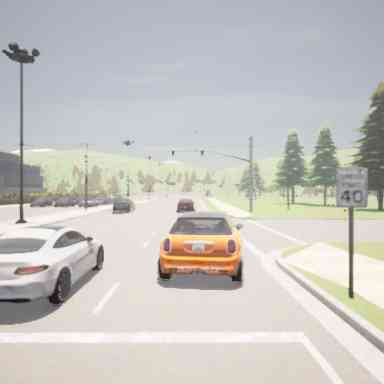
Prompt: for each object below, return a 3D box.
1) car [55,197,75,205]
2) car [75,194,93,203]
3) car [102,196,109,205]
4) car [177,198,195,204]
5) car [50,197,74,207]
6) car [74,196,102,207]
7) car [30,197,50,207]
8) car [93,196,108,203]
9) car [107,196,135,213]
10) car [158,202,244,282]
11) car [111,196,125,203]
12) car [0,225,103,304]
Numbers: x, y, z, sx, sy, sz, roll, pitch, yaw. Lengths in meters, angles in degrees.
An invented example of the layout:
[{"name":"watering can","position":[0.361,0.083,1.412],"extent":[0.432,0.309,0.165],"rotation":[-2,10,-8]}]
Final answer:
[{"name":"car","position":[-22.555,1.603,59.164],"extent":[1.994,1.385,4.181],"rotation":[0,0,1]},{"name":"car","position":[-22.438,1.400,69.330],"extent":[2.097,1.767,4.553],"rotation":[0,0,1]},{"name":"car","position":[-15.550,1.529,59.558],"extent":[2.128,1.511,4.902],"rotation":[0,0,1]},{"name":"car","position":[-0.724,1.499,38.708],"extent":[1.882,1.535,5.008],"rotation":[0,0,1]},{"name":"car","position":[-19.158,1.597,50.184],"extent":[1.994,1.385,4.181],"rotation":[0,0,1]},{"name":"car","position":[-15.655,1.633,50.419],"extent":[1.895,1.301,4.718],"rotation":[0,0,1]},{"name":"car","position":[-22.655,1.560,50.468],"extent":[1.812,1.442,4.674],"rotation":[0,0,1]},{"name":"car","position":[-18.941,1.568,69.068],"extent":[1.812,1.442,4.674],"rotation":[0,0,1]},{"name":"car","position":[-7.637,1.514,37.532],"extent":[2.128,1.511,4.902],"rotation":[0,0,0]},{"name":"car","position":[0.465,1.356,10.033],"extent":[2.097,1.767,4.553],"rotation":[0,0,8]},{"name":"car","position":[-15.435,1.595,69.533],"extent":[1.994,1.385,4.181],"rotation":[0,0,1]},{"name":"car","position":[-3.506,1.531,7.994],"extent":[1.812,1.442,4.674],"rotation":[0,0,-1]}]
